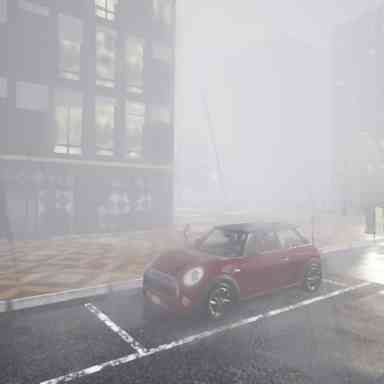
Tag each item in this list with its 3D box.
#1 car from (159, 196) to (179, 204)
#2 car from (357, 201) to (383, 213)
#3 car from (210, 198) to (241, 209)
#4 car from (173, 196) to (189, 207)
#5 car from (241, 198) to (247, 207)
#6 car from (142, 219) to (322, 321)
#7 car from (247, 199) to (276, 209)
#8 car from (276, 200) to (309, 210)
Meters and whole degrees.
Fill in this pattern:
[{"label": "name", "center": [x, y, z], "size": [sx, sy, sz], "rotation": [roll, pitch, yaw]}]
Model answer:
[{"label": "car", "center": [-5.249, 1.724, 74.631], "size": [2.192, 1.841, 5.009], "rotation": [1, -1, -35]}, {"label": "car", "center": [21.011, 1.730, 37.637], "size": [1.947, 1.339, 4.313], "rotation": [1, -1, -35]}, {"label": "car", "center": [4.327, 1.678, 46.662], "size": [2.008, 1.369, 4.403], "rotation": [1, -1, -35]}, {"label": "car", "center": [-2.238, 1.733, 55.910], "size": [1.887, 1.381, 4.507], "rotation": [1, -1, -35]}, {"label": "car", "center": [7.881, 1.726, 56.133], "size": [1.967, 1.590, 4.097], "rotation": [1, -1, -35]}, {"label": "car", "center": [0.960, 1.442, 7.241], "size": [4.097, 1.590, 1.967], "rotation": [0, 1, -36]}, {"label": "car", "center": [11.164, 1.800, 51.509], "size": [1.887, 1.381, 4.507], "rotation": [1, -1, -35]}, {"label": "car", "center": [14.445, 1.806, 46.884], "size": [1.802, 1.307, 4.206], "rotation": [1, -1, -35]}]
